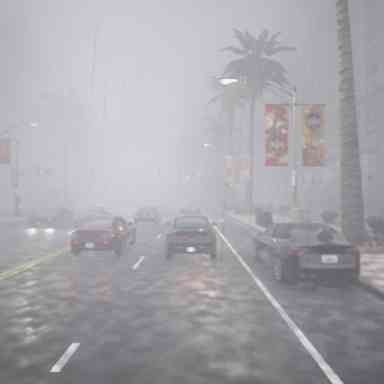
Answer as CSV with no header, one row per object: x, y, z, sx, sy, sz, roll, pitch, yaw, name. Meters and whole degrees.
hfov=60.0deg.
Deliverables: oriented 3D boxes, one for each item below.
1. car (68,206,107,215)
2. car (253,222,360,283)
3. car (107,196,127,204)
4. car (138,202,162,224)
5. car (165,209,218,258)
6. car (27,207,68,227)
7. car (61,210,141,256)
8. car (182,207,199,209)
-7.117,1.793,24.326,1.812,1.442,4.674,0,-1,0,car
3.160,1.625,10.047,2.161,1.482,4.786,0,-1,-1,car
-20.584,2.500,91.172,1.837,1.490,4.892,1,-1,-45,car
-3.610,1.850,27.428,2.033,1.411,5.357,0,-1,0,car
-0.028,1.656,13.427,1.837,1.490,4.892,0,0,0,car
-10.611,1.830,25.679,2.033,1.411,5.357,0,-1,0,car
-3.527,1.678,13.803,1.812,1.442,4.674,0,0,0,car
-0.098,1.912,28.165,1.895,1.301,4.718,0,-1,0,car
